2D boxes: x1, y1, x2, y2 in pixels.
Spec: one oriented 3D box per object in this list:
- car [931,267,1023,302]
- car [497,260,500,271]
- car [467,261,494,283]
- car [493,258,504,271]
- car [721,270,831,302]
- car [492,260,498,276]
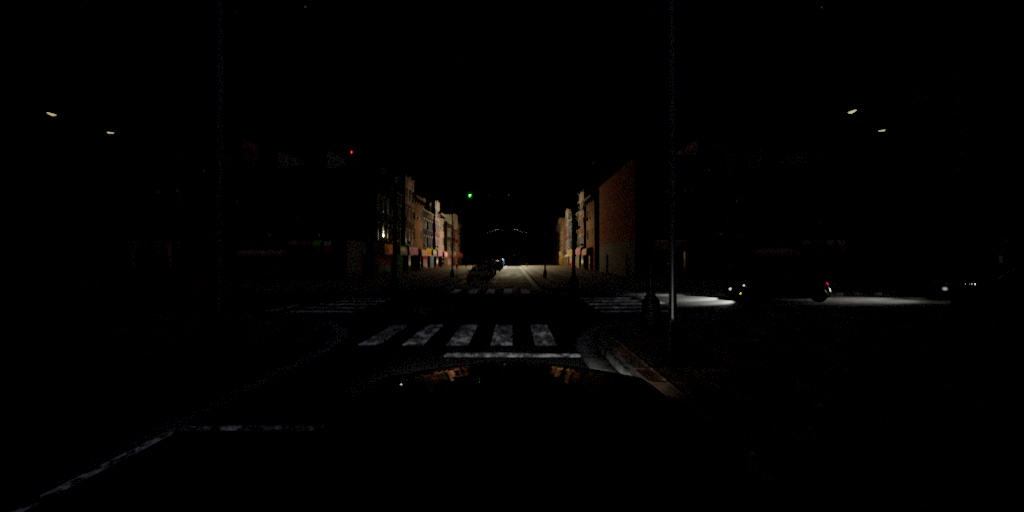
[{"bbox_3d":[22.428,1.246,16.530,4.902,1.511,2.128,0,-1,0],"label":"car"},{"bbox_3d":[-2.596,1.463,39.968,1.802,1.307,4.207,0,0,0],"label":"car"},{"bbox_3d":[-2.609,1.360,28.588,1.751,1.417,4.829,0,0,0],"label":"car"},{"bbox_3d":[-2.584,1.374,51.178,1.967,1.591,4.097,0,0,0],"label":"car"},{"bbox_3d":[12.066,1.339,16.556,4.181,1.385,1.994,0,-1,0],"label":"car"},{"bbox_3d":[-2.602,1.403,34.363,1.888,1.381,4.507,0,0,0],"label":"car"}]
